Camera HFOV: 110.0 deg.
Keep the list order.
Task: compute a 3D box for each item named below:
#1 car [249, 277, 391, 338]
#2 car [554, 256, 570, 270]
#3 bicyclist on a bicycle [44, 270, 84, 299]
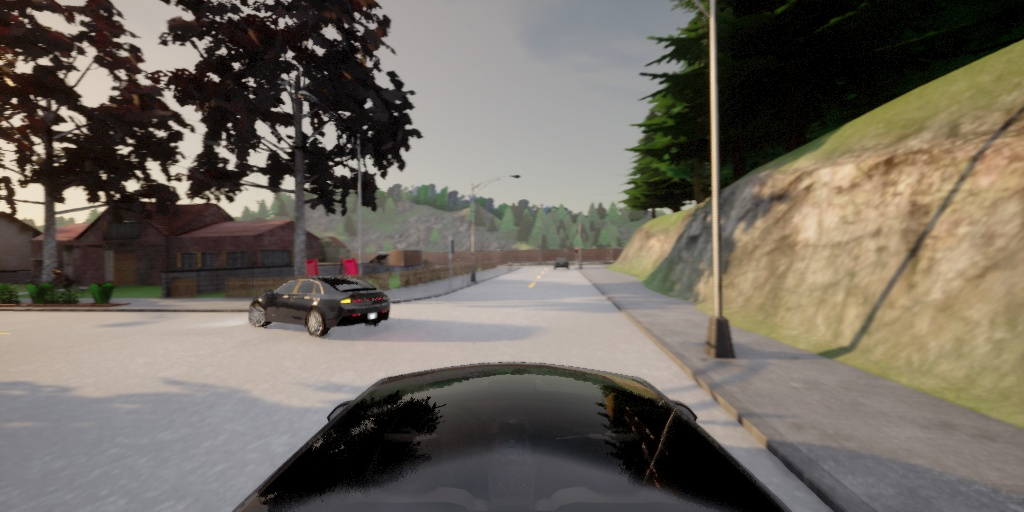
[{"bbox_3d":[-5.744,1.353,10.579,4.892,1.490,1.837,-1,-2,30],"label":"car"},{"bbox_3d":[6.854,0.949,49.597,2.097,1.767,4.553,-1,0,8],"label":"car"},{"bbox_3d":[-22.433,1.493,17.854,0.582,1.620,1.656,-1,0,8],"label":"bicyclist on a bicycle"}]
